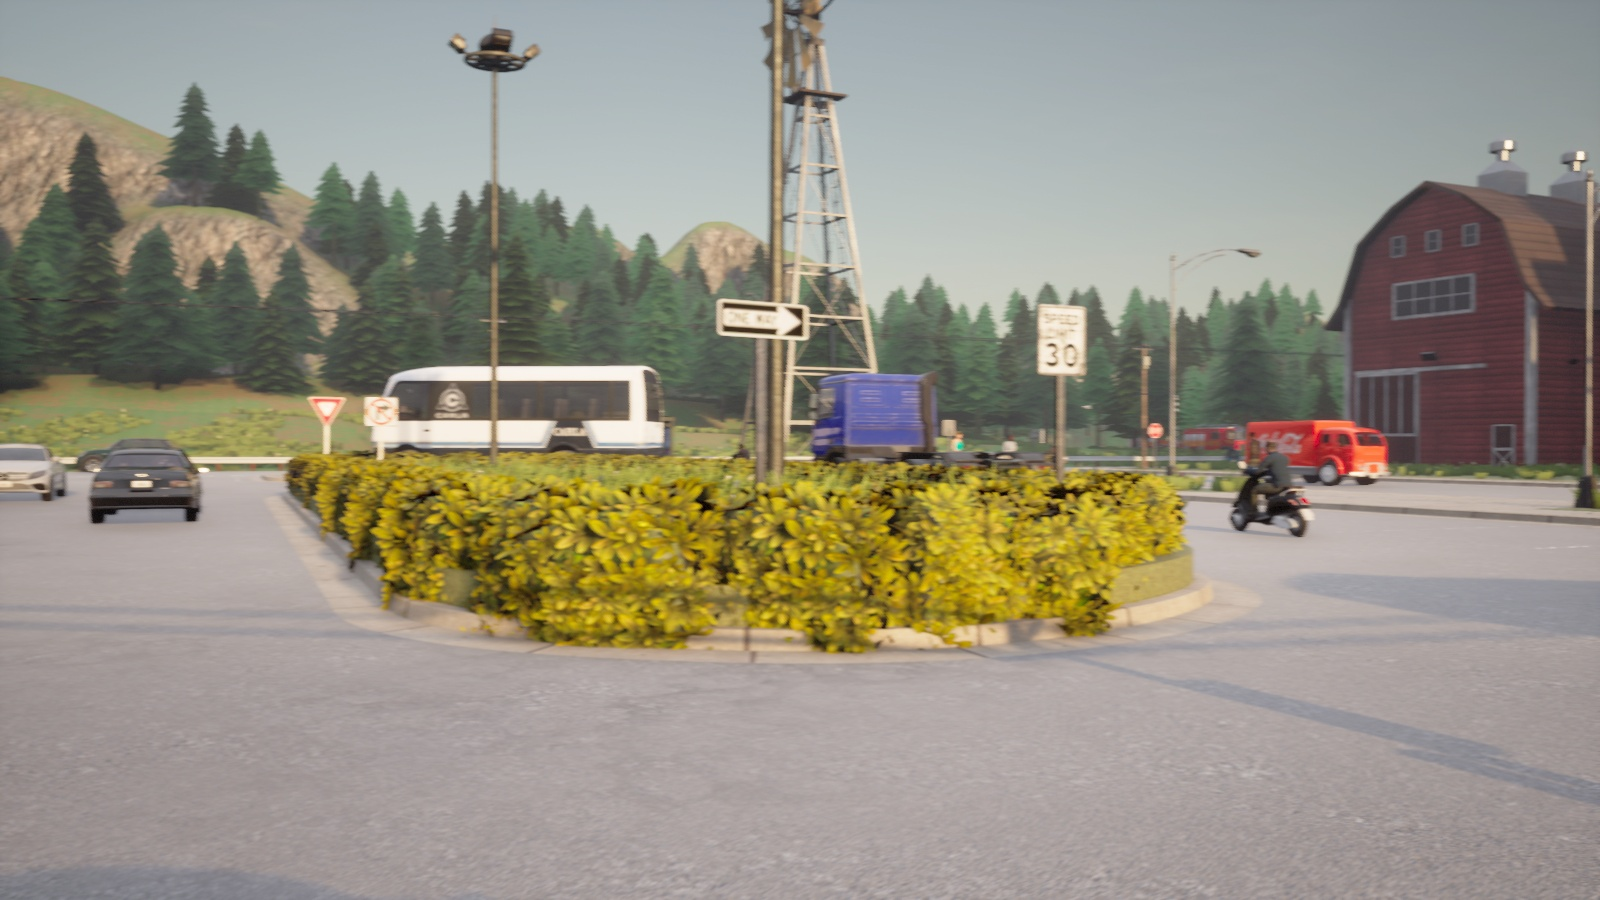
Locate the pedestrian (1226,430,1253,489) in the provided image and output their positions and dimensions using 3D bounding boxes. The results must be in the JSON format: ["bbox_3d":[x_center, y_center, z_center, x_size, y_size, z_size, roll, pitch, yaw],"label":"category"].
[{"bbox_3d":[13.875,0.292,39.619,0.431,1.840,0.703,0,0,-22],"label":"pedestrian"}]

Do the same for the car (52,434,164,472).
[{"bbox_3d":[-33.222,0.161,60.425,4.553,1.767,2.097,0,0,-25],"label":"car"}]

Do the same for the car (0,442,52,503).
[{"bbox_3d":[-20.439,0.522,32.087,1.812,1.442,4.674,0,0,-25],"label":"car"}]

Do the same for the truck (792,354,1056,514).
[{"bbox_3d":[2.804,-0.366,31.457,2.891,3.462,7.936,0,0,-25],"label":"truck"}]

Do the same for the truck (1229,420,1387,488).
[{"bbox_3d":[19.487,0.138,48.431,2.627,2.467,5.204,0,0,-26],"label":"truck"}]

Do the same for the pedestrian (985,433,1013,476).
[{"bbox_3d":[8.547,0.199,53.971,0.874,1.855,0.900,0,0,-13],"label":"pedestrian"}]

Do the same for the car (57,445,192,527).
[{"bbox_3d":[-13.045,0.616,24.536,2.033,1.411,5.357,0,0,-25],"label":"car"}]

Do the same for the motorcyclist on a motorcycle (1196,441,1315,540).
[{"bbox_3d":[7.632,0.642,21.136,0.866,1.590,1.817,0,0,-24],"label":"motorcyclist on a motorcycle"}]

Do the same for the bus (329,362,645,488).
[{"bbox_3d":[-11.046,-0.891,45.059,10.273,4.253,3.944,0,0,5],"label":"bus"}]
